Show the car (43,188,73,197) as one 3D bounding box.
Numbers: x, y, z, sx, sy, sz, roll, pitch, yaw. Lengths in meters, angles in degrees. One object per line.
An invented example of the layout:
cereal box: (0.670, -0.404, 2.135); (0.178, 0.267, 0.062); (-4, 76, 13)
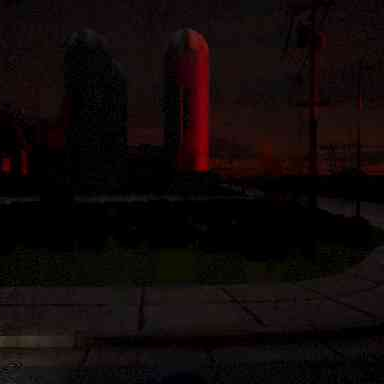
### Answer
car: (-15.106, 0.345, 37.705); (2.242, 1.667, 4.611); (0, 2, 0)
